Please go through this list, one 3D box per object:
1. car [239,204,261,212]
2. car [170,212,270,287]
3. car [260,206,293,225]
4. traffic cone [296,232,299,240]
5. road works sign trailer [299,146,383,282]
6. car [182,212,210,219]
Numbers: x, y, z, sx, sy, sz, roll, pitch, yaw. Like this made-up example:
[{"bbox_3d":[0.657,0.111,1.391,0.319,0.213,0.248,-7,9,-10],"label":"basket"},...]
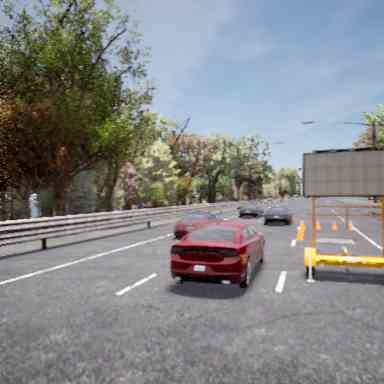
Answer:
[{"bbox_3d":[6.277,1.943,35.086,1.994,1.385,4.181,-1,-1,20],"label":"car"},{"bbox_3d":[0.986,1.597,9.859,1.882,1.535,5.008,-1,-1,19],"label":"car"},{"bbox_3d":[7.030,1.833,26.907,1.994,1.385,4.181,-1,-1,20],"label":"car"},{"bbox_3d":[5.418,2.114,16.722,0.340,0.580,0.340,-1,-1,19],"label":"traffic cone"},{"bbox_3d":[4.484,0.543,9.637,2.380,3.560,2.880,-1,-1,20],"label":"road works sign trailer"},{"bbox_3d":[0.494,1.814,18.792,1.994,1.385,4.181,-1,-1,18],"label":"car"}]
